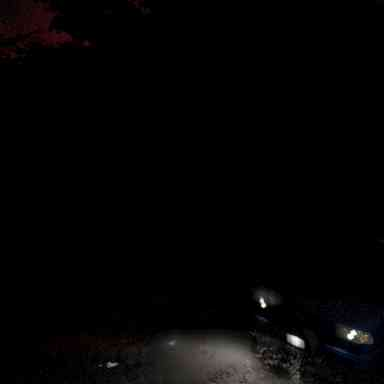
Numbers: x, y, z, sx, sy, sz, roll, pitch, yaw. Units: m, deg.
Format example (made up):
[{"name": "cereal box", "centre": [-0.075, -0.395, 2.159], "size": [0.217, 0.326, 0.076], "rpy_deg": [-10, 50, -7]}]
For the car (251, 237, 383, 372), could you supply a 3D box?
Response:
[{"name": "car", "centre": [3.520, 1.565, 5.886], "size": [5.357, 1.411, 2.033], "rpy_deg": [0, 0, -35]}]
